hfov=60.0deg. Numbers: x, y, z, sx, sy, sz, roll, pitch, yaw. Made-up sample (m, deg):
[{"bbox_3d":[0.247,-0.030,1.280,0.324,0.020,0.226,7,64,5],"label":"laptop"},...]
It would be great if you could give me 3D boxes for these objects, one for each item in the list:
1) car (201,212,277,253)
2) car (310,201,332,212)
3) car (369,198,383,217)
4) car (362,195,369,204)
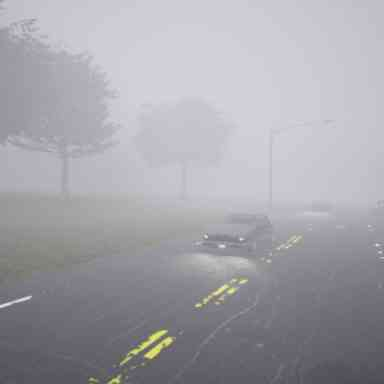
[{"bbox_3d":[2.269,1.571,14.334,2.033,1.411,5.357,0,0,27],"label":"car"},{"bbox_3d":[16.096,1.767,41.550,1.895,1.301,4.718,0,0,31],"label":"car"},{"bbox_3d":[19.255,1.532,33.213,2.097,1.767,4.553,0,0,26],"label":"car"},{"bbox_3d":[38.622,1.976,72.542,1.812,1.442,4.674,0,0,26],"label":"car"}]
